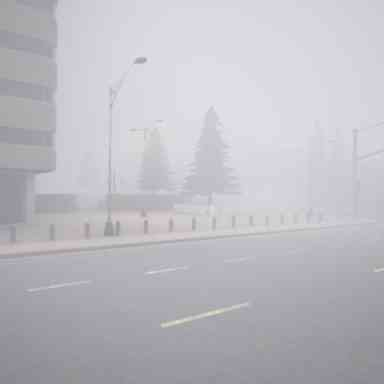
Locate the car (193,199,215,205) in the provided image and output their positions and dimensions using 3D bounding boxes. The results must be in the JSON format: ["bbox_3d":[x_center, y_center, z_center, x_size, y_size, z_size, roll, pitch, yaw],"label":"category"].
[{"bbox_3d":[2.165,1.997,60.789,1.895,1.301,4.718,1,0,-35],"label":"car"}]
